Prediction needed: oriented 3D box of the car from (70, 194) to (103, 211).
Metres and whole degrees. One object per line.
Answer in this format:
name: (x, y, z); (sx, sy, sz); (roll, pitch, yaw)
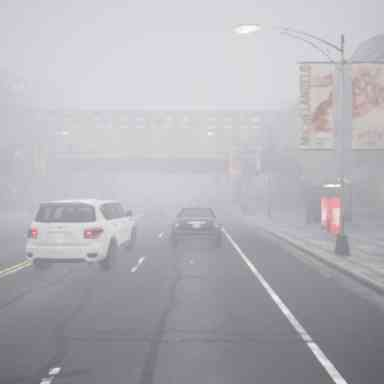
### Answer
car: (-13.265, 1.243, 42.421); (2.435, 2.045, 5.566); (0, 0, 0)

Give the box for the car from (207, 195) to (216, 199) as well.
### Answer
car: (3.558, 1.556, 60.920); (2.231, 1.521, 4.892); (0, 0, 10)

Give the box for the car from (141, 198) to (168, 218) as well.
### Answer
car: (-3.203, 1.572, 30.028); (2.033, 1.411, 5.357); (0, 0, 0)

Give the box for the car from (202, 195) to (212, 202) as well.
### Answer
car: (3.583, 1.574, 78.120); (2.097, 1.535, 5.008); (0, 0, 0)

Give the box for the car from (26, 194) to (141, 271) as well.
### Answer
car: (-3.333, 1.226, 11.101); (2.150, 2.045, 5.566); (0, 0, 0)

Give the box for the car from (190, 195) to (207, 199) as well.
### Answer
car: (0.364, 1.396, 39.227); (2.097, 1.767, 4.553); (0, 0, 0)

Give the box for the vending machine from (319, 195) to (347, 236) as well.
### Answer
vending machine: (7.498, 1.233, 17.760); (1.100, 2.100, 0.880); (0, 0, 0)

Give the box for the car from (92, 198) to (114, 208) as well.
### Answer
car: (-13.256, 1.617, 49.816); (1.895, 1.301, 4.718); (0, 0, 0)

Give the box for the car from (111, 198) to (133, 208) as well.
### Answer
car: (-10.201, 1.576, 48.834); (2.033, 1.411, 5.357); (0, 0, 1)

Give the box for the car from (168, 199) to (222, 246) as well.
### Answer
car: (0.201, 1.369, 15.409); (2.097, 1.767, 4.553); (0, 0, 0)

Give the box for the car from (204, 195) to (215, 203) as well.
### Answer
car: (3.674, 1.442, 71.695); (2.185, 1.767, 4.553); (0, 0, 0)
